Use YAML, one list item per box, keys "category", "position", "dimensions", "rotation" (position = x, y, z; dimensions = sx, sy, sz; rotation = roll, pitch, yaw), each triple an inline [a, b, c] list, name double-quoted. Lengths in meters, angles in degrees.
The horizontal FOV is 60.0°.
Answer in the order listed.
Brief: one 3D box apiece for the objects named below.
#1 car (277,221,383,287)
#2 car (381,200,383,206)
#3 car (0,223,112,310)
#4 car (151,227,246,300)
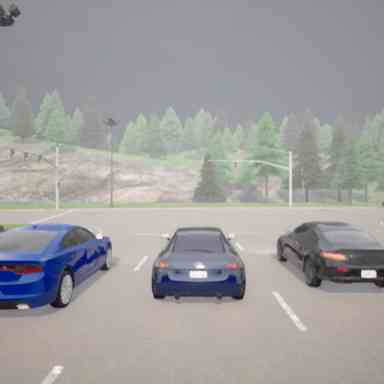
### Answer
- category: "car"
  position: [3.690, 1.523, 9.167]
  dimensions: [1.812, 1.442, 4.674]
  rotation: [0, 0, 1]
- category: "car"
  position: [27.657, 1.207, 42.997]
  dimensions: [5.566, 2.045, 2.150]
  rotation: [0, 0, 1]
- category: "car"
  position: [-3.341, 1.475, 7.940]
  dimensions: [1.882, 1.535, 5.008]
  rotation: [0, 0, 1]
- category: "car"
  position: [0.172, 1.561, 8.434]
  dimensions: [1.994, 1.385, 4.181]
  rotation: [0, 0, 1]
